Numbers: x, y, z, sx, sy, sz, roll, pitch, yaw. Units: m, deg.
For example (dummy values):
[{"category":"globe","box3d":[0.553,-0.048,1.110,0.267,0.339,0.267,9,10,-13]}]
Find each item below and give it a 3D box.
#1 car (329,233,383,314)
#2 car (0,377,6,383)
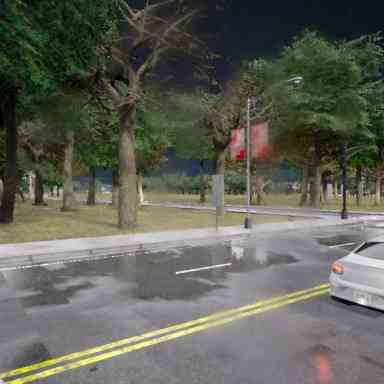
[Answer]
[{"category":"car","box3d":[4.650,1.526,6.739,4.674,1.442,1.812,0,0,-35]},{"category":"car","box3d":[-3.238,1.526,1.140,4.674,1.442,1.812,0,0,-35]}]
